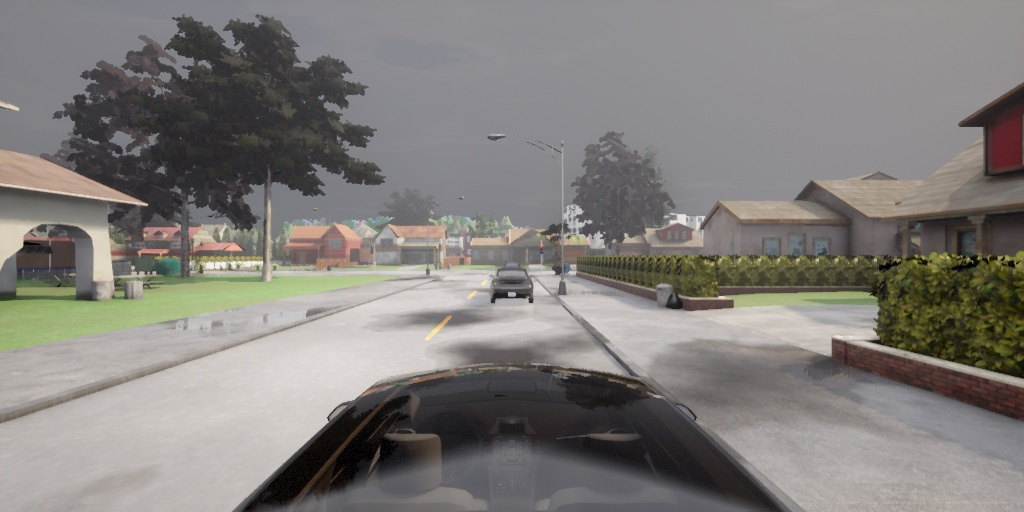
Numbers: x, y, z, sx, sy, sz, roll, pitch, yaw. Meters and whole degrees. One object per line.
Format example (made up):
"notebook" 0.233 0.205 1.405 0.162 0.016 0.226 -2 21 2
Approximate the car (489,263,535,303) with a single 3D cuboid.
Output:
"car" 0.000 1.265 16.500 1.837 1.490 4.892 0 0 0
